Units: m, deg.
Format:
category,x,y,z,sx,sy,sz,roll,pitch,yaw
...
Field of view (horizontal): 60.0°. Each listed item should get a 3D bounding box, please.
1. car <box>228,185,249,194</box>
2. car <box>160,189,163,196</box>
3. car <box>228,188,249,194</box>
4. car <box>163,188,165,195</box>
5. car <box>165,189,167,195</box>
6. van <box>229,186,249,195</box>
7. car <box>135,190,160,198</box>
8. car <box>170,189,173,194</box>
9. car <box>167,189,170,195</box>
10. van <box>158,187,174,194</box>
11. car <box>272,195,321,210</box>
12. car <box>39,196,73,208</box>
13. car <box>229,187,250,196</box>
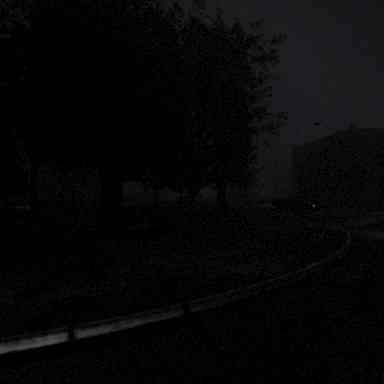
category,x,y,z,sx,sy,sz,roll,pitch,yaw
car,12.429,-0.697,89.623,5.566,2.045,2.435,-1,2,7
car,-9.655,0.337,74.583,5.008,1.535,2.097,-1,1,7
car,11.767,-0.283,84.240,5.008,1.535,2.097,-1,2,7
car,-9.328,0.303,77.320,4.674,1.452,2.002,-1,1,7
car,-8.984,0.063,80.050,4.553,1.767,2.185,-1,1,7
van,10.683,-0.263,75.967,4.442,1.987,1.878,-1,2,7
car,-9.940,0.281,71.833,4.553,1.767,2.185,-1,1,7
car,-8.089,-0.300,88.271,5.566,2.045,2.435,-1,2,7
car,-8.700,0.113,82.801,4.892,1.521,2.231,-1,1,7
van,-7.308,-0.439,93.730,4.442,1.987,1.878,-1,2,7
car,10.032,0.961,32.365,1.895,1.301,4.718,-1,1,-30
car,-17.078,1.221,41.873,4.181,1.385,1.994,-1,1,-18
car,9.804,0.198,67.679,4.792,1.488,2.163,-1,1,7
